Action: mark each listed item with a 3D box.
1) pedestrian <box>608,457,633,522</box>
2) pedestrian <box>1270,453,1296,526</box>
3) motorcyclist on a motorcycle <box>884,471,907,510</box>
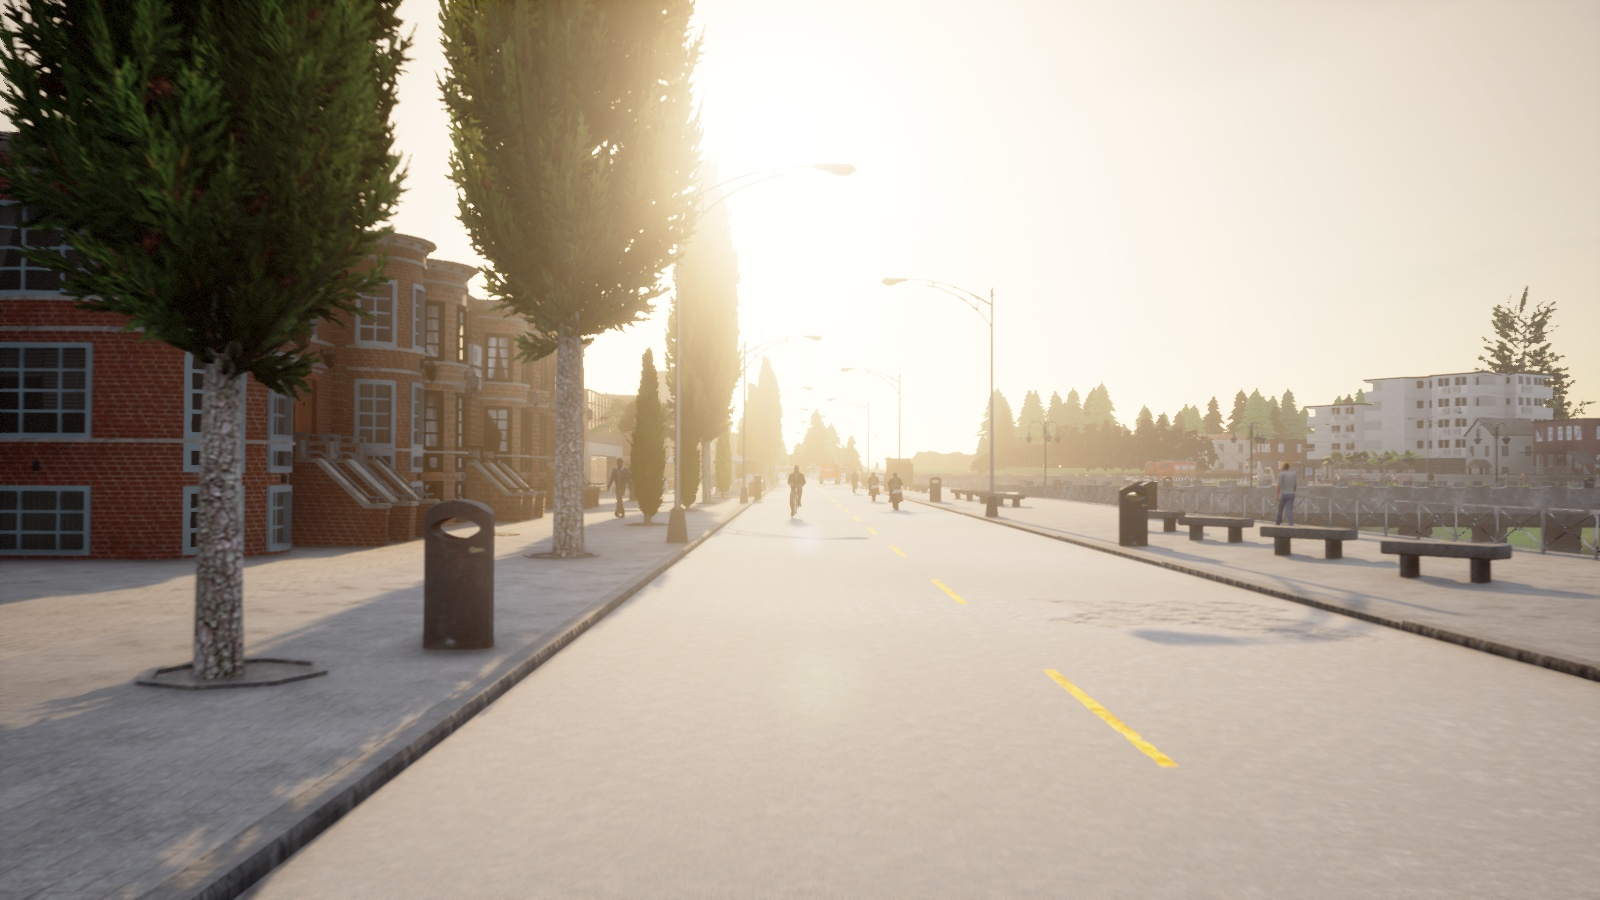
[{"bbox_3d":[-5.395,1.179,37.802,0.423,1.949,0.788,-1,-1,21],"label":"pedestrian"},{"bbox_3d":[12.316,1.012,32.040,0.354,1.836,0.706,0,-1,-2],"label":"pedestrian"},{"bbox_3d":[3.867,1.635,50.995,0.797,1.523,2.044,0,-1,0],"label":"motorcyclist on a motorcycle"}]
